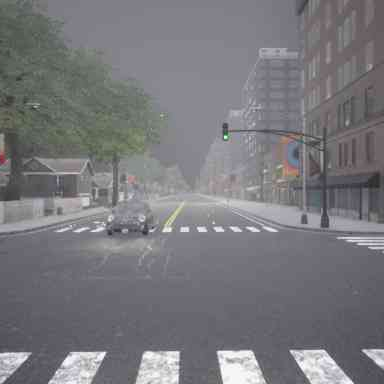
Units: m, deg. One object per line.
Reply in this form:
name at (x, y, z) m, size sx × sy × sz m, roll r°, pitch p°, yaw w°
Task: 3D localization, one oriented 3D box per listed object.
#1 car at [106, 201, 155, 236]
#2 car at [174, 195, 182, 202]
car at (-3.282, 1.312, 18.540) m, size 2.097 × 1.767 × 4.553 m, roll 0°, pitch 0°, yaw 0°
car at (-3.411, 1.586, 80.906) m, size 2.128 × 1.511 × 4.902 m, roll 0°, pitch 0°, yaw 0°
